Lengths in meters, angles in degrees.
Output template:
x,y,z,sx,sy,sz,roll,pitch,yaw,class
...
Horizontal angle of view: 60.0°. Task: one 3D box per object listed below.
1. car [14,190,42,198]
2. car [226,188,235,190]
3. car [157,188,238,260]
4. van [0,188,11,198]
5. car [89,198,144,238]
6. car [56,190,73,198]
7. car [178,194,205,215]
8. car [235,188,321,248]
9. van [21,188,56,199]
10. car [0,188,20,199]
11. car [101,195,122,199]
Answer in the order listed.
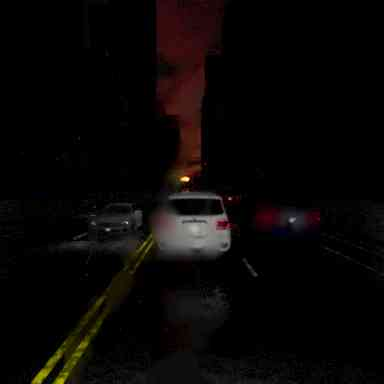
x,y,z,sx,sy,sz,roll,pitch,yaw,class
-29.529,0.384,60.062,4.206,1.307,1.802,0,1,0,car
3.200,0.613,30.676,2.150,2.045,5.566,0,1,0,car
0.034,0.991,11.576,2.150,2.045,5.566,0,1,-1,car
-35.207,0.140,60.030,3.998,1.788,1.690,0,1,0,van
-3.426,1.210,15.814,1.812,1.442,4.674,0,1,0,car
-23.851,0.357,60.090,4.403,1.369,2.008,0,1,0,car
-0.040,0.984,28.332,2.033,1.411,5.357,0,1,0,car
3.279,0.953,13.400,2.150,2.045,5.566,0,1,0,car
-23.807,0.290,51.563,3.998,1.788,1.690,0,1,0,van
-29.484,0.260,51.534,5.009,1.841,2.192,0,1,0,car
-6.726,0.996,27.732,2.033,1.411,5.357,0,1,0,car
